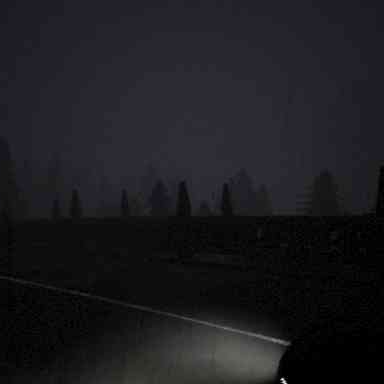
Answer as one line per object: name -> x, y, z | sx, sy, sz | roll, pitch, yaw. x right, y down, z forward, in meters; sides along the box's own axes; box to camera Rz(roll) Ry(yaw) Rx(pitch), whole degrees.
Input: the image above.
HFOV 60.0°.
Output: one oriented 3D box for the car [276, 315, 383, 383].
car -> 2.933, 1.490, 1.899 | 4.892, 1.490, 1.837 | 0, 0, 35
